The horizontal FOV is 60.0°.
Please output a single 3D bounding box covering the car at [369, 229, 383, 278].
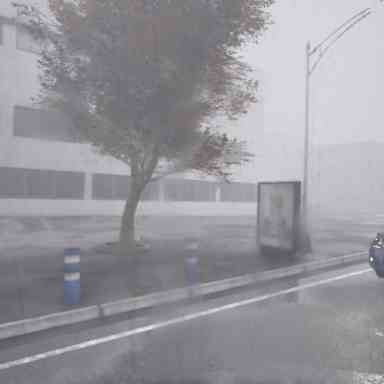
[{"bbox_3d":[7.069,1.249,9.010,5.566,2.045,2.150,0,0,-36],"label":"car"}]
